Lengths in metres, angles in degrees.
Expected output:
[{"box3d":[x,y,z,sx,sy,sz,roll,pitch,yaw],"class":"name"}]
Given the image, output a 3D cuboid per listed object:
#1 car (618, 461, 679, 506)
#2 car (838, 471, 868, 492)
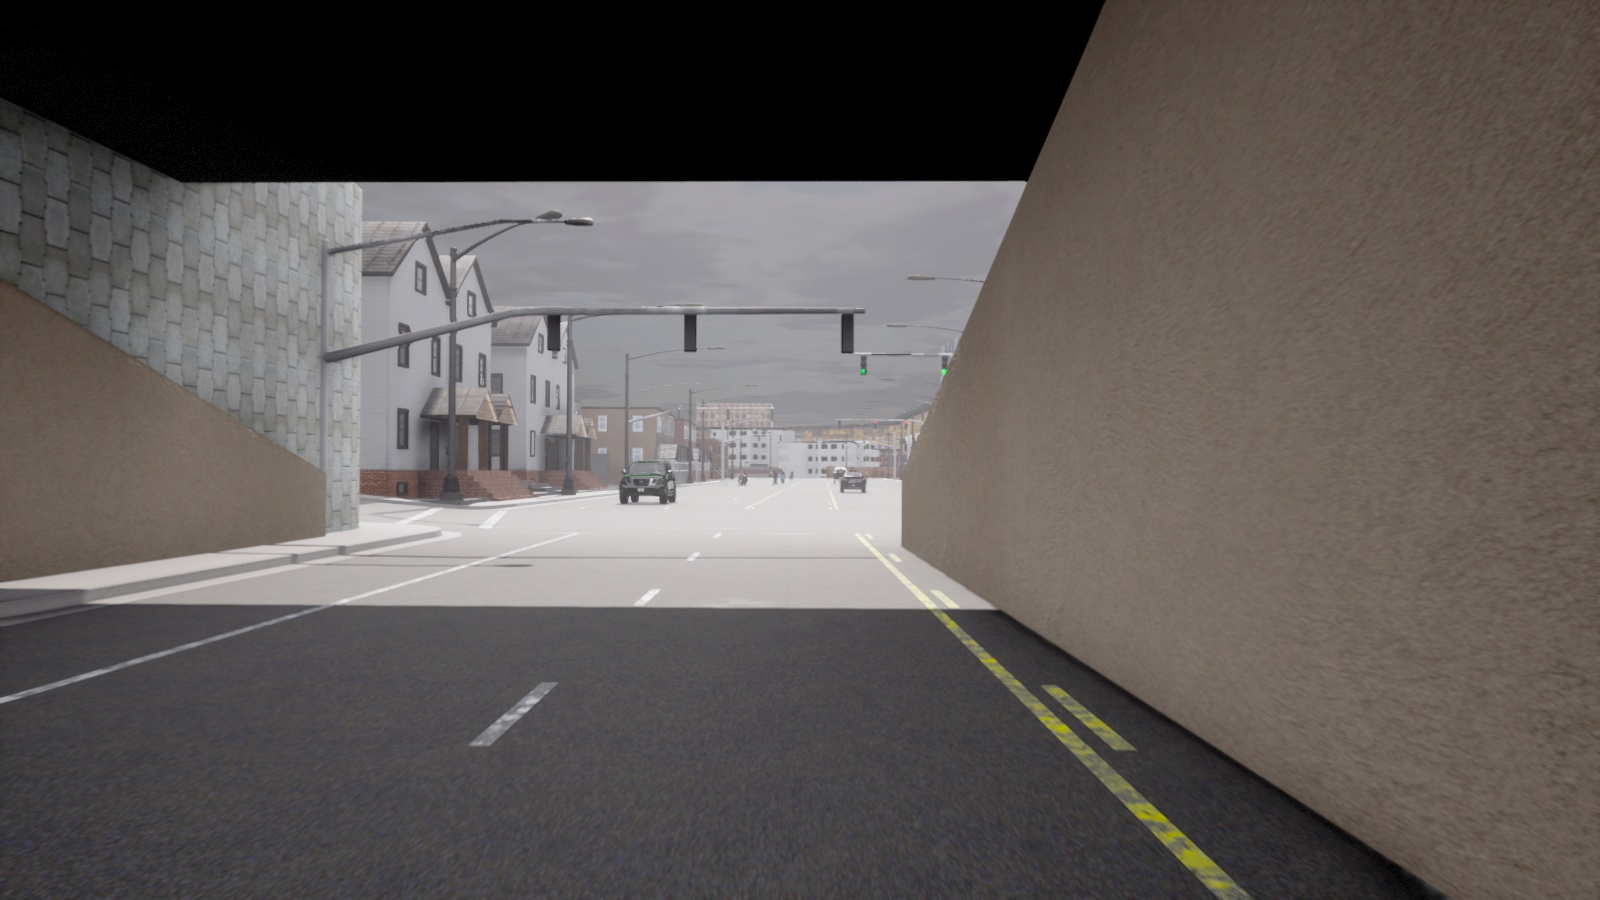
[{"box3d":[-7.211,1.571,60.162,2.150,2.045,5.566,0,-1,1],"class":"car"},{"box3d":[3.865,2.299,92.211,2.128,1.511,4.902,0,-1,1],"class":"car"}]
